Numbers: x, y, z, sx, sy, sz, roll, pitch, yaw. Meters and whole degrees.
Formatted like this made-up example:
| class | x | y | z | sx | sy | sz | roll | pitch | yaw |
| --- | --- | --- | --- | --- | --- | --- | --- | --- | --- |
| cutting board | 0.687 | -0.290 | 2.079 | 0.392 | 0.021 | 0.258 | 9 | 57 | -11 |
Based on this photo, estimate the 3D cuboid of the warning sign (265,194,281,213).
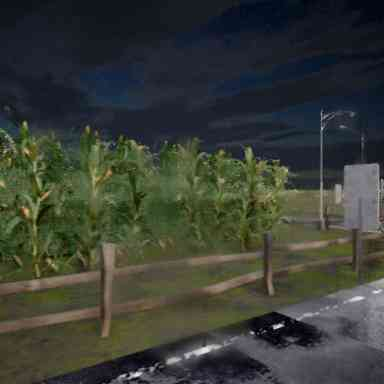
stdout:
| class | x | y | z | sx | sy | sz | roll | pitch | yaw |
| --- | --- | --- | --- | --- | --- | --- | --- | --- | --- |
| warning sign | 8.552 | 1.198 | 35.259 | 1.300 | 1.860 | 1.060 | 0 | 0 | -35 |
